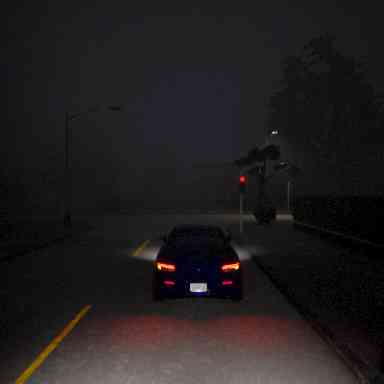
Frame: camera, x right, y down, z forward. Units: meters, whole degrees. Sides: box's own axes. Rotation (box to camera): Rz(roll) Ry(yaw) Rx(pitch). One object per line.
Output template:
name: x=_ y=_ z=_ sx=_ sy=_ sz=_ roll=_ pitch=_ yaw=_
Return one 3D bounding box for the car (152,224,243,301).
car: x=0.122 y=1.526 z=8.192 sx=1.812 sy=1.442 sz=4.674 roll=0 pitch=0 yaw=0
